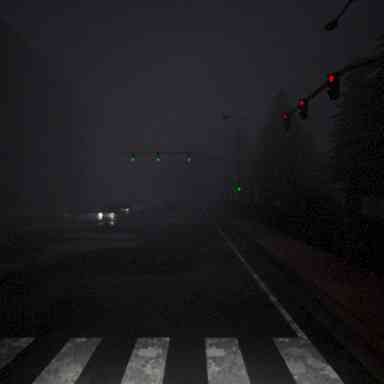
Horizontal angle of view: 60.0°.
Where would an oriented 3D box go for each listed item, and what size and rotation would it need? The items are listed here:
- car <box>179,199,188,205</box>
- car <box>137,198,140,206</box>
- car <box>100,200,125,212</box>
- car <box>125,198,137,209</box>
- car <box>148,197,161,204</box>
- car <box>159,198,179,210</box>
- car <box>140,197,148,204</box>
[{"bbox_3d":[-2.219,2.083,70.144,1.994,1.385,4.181,0,0,-19],"label":"car"},{"bbox_3d":[-11.642,1.963,64.692,1.882,1.535,5.008,0,0,-13],"label":"car"},{"bbox_3d":[-10.579,1.927,43.517,1.895,1.301,4.718,0,0,0],"label":"car"},{"bbox_3d":[-10.648,1.950,53.738,2.033,1.411,5.357,0,0,-1],"label":"car"},{"bbox_3d":[-8.151,2.116,82.214,1.837,1.490,4.892,0,-1,-37],"label":"car"},{"bbox_3d":[-3.401,1.898,49.598,1.812,1.442,4.674,0,0,0],"label":"car"},{"bbox_3d":[-12.337,2.114,81.958,1.837,1.490,4.892,0,-1,-41],"label":"car"}]
